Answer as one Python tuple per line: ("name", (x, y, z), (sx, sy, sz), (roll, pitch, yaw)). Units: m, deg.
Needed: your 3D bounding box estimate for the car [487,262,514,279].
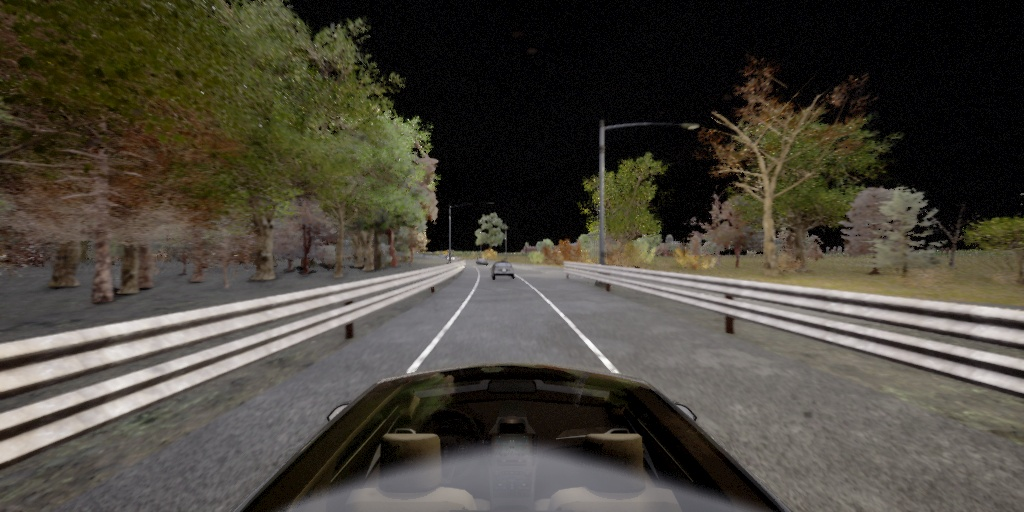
("car", (-0.862, 1.179, 30.992), (2.033, 1.411, 5.357), (0, 0, -5))
